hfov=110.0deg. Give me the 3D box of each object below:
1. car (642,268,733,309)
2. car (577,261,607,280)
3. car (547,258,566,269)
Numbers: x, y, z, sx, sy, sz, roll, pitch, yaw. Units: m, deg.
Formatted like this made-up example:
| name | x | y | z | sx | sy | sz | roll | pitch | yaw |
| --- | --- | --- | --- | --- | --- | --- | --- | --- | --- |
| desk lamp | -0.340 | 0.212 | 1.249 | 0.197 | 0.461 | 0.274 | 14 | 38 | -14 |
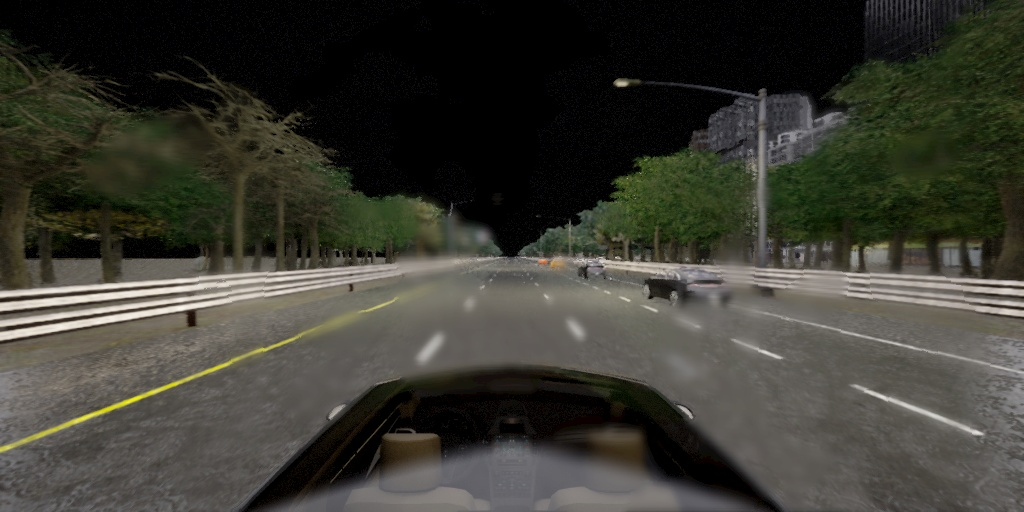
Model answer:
| name | x | y | z | sx | sy | sz | roll | pitch | yaw |
| --- | --- | --- | --- | --- | --- | --- | --- | --- | --- |
| car | 6.999 | 1.246 | 14.853 | 2.128 | 1.511 | 4.902 | 0 | 0 | 0 |
| car | 7.005 | 1.247 | 31.852 | 2.128 | 1.511 | 4.902 | 0 | 0 | 0 |
| car | 7.013 | 1.234 | 54.830 | 1.882 | 1.535 | 5.008 | 0 | 0 | 0 |
